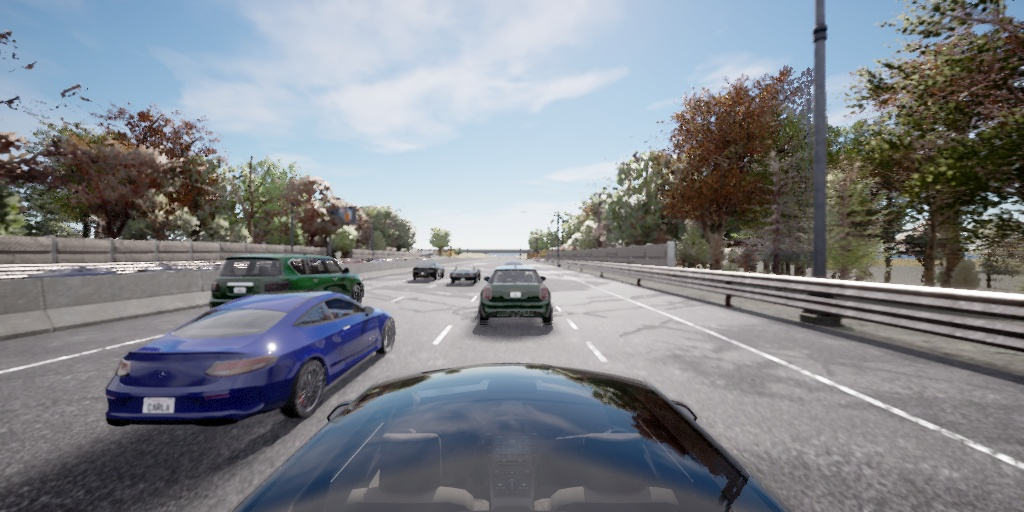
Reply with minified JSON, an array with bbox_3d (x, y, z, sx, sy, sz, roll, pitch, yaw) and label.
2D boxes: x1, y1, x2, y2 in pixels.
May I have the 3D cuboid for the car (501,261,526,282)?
[{"bbox_3d":[0.108,1.202,30.020,1.882,1.535,5.008,0,0,0],"label":"car"}]

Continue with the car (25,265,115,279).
[{"bbox_3d":[-28.092,1.292,23.068,1.994,1.385,4.181,0,0,0],"label":"car"}]

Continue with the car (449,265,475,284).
[{"bbox_3d":[-3.392,1.327,26.998,1.895,1.301,4.718,0,0,0],"label":"car"}]

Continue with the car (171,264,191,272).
[{"bbox_3d":[-21.092,1.291,25.469,1.994,1.385,4.181,0,0,0],"label":"car"}]

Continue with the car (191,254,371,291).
[{"bbox_3d":[-6.896,0.959,11.769,2.150,2.045,5.566,0,0,0],"label":"car"}]

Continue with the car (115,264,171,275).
[{"bbox_3d":[-24.591,1.291,25.327,1.994,1.385,4.181,0,0,0],"label":"car"}]

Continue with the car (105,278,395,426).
[{"bbox_3d":[-3.397,1.270,5.751,1.812,1.442,4.674,0,0,0],"label":"car"}]

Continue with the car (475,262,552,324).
[{"bbox_3d":[0.101,1.090,12.078,2.097,1.767,4.553,0,0,0],"label":"car"}]

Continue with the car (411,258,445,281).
[{"bbox_3d":[-6.890,1.202,30.091,1.882,1.535,5.008,0,0,0],"label":"car"}]
